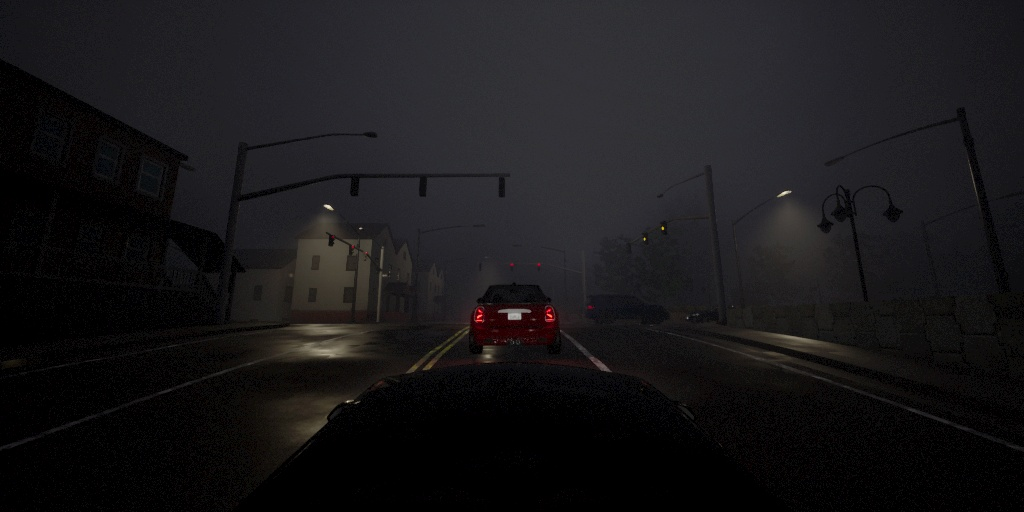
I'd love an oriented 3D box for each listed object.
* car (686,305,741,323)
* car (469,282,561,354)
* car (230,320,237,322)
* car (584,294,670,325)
[{"bbox_3d":[16.302,4.628,28.304,4.902,1.511,2.128,0,-10,1],"label":"car"},{"bbox_3d":[0.059,1.566,10.072,2.097,1.767,4.553,-1,-6,0],"label":"car"},{"bbox_3d":[-19.898,5.157,24.902,5.008,1.535,1.882,-9,-10,0],"label":"car"},{"bbox_3d":[7.840,3.722,24.823,5.566,2.045,2.150,0,-10,1],"label":"car"}]
